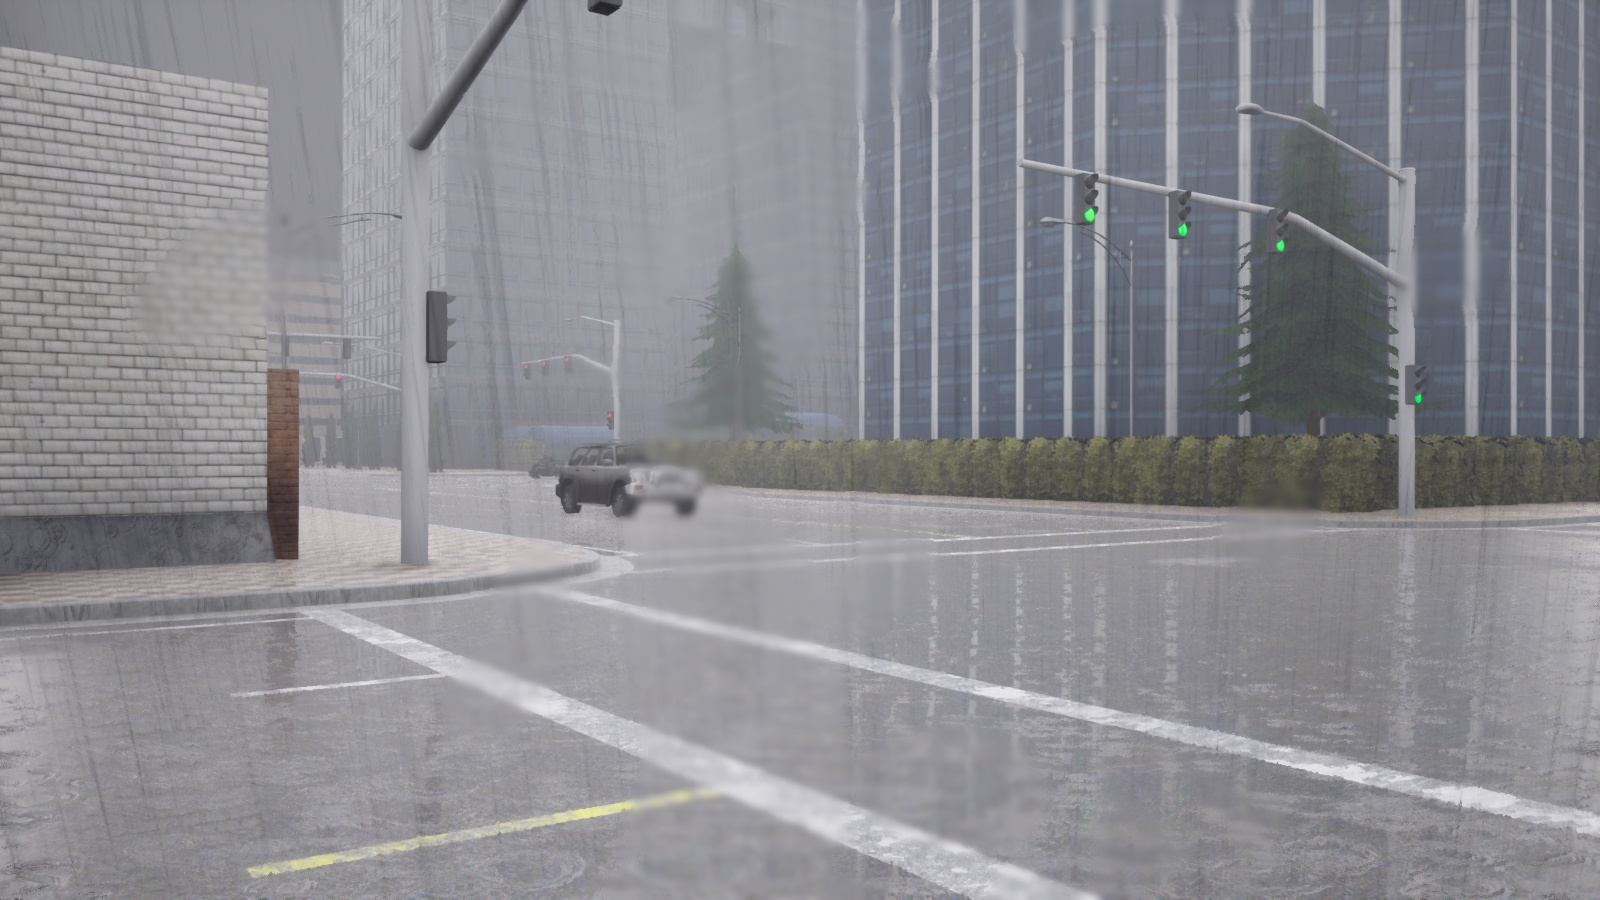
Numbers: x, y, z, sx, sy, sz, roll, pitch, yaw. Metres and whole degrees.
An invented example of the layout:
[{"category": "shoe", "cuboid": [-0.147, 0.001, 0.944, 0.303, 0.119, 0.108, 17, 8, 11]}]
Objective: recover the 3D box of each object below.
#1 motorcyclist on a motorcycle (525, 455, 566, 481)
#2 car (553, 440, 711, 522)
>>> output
[{"category": "motorcyclist on a motorcycle", "cuboid": [-15.140, 1.050, 74.728, 2.191, 1.530, 0.866, 0, 0, -36]}, {"category": "car", "cuboid": [-4.179, 0.701, 30.640, 1.932, 1.855, 4.605, 0, 0, -35]}]
